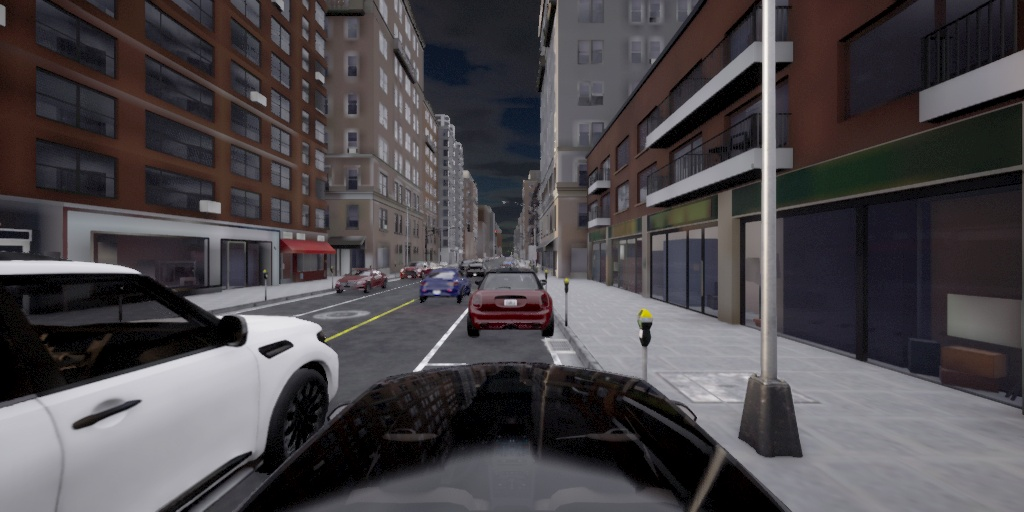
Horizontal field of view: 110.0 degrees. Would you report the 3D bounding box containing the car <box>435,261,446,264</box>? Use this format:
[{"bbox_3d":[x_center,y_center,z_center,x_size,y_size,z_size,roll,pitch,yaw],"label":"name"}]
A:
[{"bbox_3d":[-8.408,1.275,36.773,1.751,1.417,4.829,0,0,0],"label":"car"}]

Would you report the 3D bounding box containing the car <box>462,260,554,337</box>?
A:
[{"bbox_3d":[-0.033,1.102,10.470,2.097,1.767,4.553,0,0,0],"label":"car"}]

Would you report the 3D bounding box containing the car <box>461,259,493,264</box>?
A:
[{"bbox_3d":[-3.016,1.258,31.646,1.837,1.490,4.892,0,0,0],"label":"car"}]

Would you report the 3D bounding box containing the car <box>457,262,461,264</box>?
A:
[{"bbox_3d":[-5.774,1.262,45.760,1.837,1.490,4.892,0,0,0],"label":"car"}]

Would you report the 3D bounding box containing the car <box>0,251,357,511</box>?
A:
[{"bbox_3d":[-3.020,0.973,1.656,2.150,2.045,5.566,0,0,0],"label":"car"}]

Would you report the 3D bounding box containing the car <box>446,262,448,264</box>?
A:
[{"bbox_3d":[-8.408,1.300,42.461,2.007,1.370,4.403,0,0,0],"label":"car"}]

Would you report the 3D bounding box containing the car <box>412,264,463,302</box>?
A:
[{"bbox_3d":[-3.015,1.276,16.728,1.812,1.442,4.674,0,0,0],"label":"car"}]

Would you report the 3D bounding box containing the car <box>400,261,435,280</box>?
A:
[{"bbox_3d":[-8.408,1.190,31.425,1.967,1.591,4.097,0,0,0],"label":"car"}]

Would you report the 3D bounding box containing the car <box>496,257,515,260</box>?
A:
[{"bbox_3d":[-0.383,1.190,36.951,1.967,1.591,4.097,0,0,0],"label":"car"}]

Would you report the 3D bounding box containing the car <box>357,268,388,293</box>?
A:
[{"bbox_3d":[-8.408,1.332,20.388,1.802,1.307,4.207,0,0,0],"label":"car"}]
